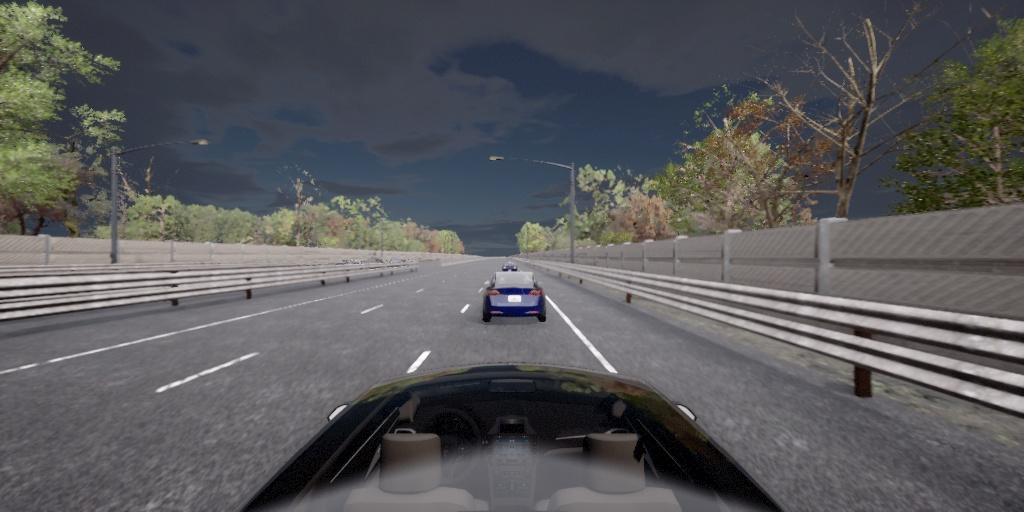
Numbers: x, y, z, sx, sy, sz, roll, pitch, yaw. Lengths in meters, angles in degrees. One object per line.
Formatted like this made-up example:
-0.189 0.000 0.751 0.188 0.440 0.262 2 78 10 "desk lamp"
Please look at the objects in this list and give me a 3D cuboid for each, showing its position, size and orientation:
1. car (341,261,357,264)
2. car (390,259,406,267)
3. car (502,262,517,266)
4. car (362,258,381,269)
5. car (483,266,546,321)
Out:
-25.164 1.384 55.252 1.895 1.301 4.718 0 0 -1 "car"
-18.199 1.262 56.641 1.882 1.535 5.008 0 0 -1 "car"
-0.291 1.377 43.497 1.895 1.301 4.718 0 0 -1 "car"
-21.678 1.135 55.459 2.097 1.767 4.553 0 0 -1 "car"
0.065 1.259 12.549 2.163 1.488 4.792 0 0 0 "car"
